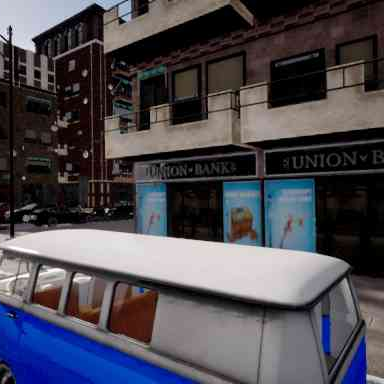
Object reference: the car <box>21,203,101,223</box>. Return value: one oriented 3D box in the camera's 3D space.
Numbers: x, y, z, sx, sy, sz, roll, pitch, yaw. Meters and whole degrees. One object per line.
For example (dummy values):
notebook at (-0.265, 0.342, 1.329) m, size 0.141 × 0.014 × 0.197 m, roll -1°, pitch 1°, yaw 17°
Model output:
car at (-8.667, 1.583, 22.338) m, size 1.947 × 1.339 × 4.313 m, roll -2°, pitch -1°, yaw 36°

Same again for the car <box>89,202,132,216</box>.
car at (-8.798, 1.797, 36.389) m, size 1.947 × 1.339 × 4.313 m, roll -2°, pitch -1°, yaw 36°

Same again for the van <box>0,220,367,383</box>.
van at (-0.491, 1.342, 3.200) m, size 3.998 × 1.788 × 1.690 m, roll 0°, pitch -1°, yaw 35°

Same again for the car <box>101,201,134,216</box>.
car at (-6.918, 1.674, 34.563) m, size 2.128 × 1.511 × 4.902 m, roll -1°, pitch -1°, yaw 36°

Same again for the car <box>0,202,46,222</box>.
car at (-12.462, 1.634, 26.961) m, size 1.837 × 1.490 × 4.892 m, roll -1°, pitch -1°, yaw 36°
